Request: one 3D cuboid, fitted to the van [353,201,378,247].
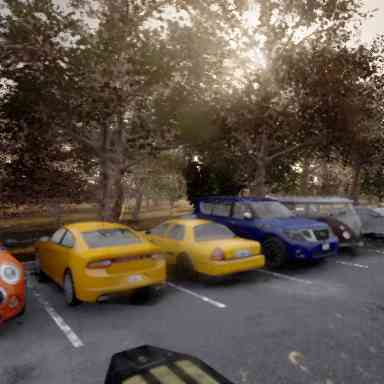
[{"bbox_3d":[4.461,1.198,13.101,1.878,1.987,4.442,-1,0,-36],"label":"van"}]

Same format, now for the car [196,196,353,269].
[{"bbox_3d":[2.142,1.193,11.555,2.435,2.045,5.566,-1,0,-36],"label":"car"}]

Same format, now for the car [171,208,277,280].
[{"bbox_3d":[-0.247,1.463,10.112,1.946,1.575,5.366,-1,0,-36],"label":"car"}]

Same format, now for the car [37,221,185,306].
[{"bbox_3d":[-2.504,1.487,8.268,2.097,1.535,5.008,0,0,-36],"label":"car"}]

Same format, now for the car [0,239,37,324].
[{"bbox_3d":[-4.793,1.377,6.680,2.185,1.767,4.553,0,0,-36],"label":"car"}]

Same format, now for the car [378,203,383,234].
[{"bbox_3d":[8.928,1.423,16.433,2.002,1.452,4.674,-1,0,-36],"label":"car"}]
